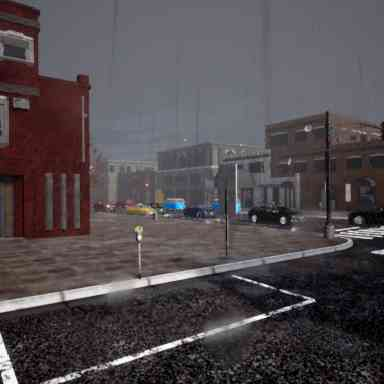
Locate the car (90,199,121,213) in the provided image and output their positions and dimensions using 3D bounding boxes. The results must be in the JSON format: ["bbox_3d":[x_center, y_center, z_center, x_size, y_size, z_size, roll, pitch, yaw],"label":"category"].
[{"bbox_3d":[-12.744,2.001,48.490,2.192,1.841,5.009,-2,0,-36],"label":"car"}]

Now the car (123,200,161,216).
[{"bbox_3d":[-5.968,2.048,39.208,1.752,1.417,4.829,-2,0,-36],"label":"car"}]

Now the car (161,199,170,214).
[{"bbox_3d":[-5.156,2.034,42.468,1.837,1.490,4.892,-1,0,-36],"label":"car"}]

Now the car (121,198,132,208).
[{"bbox_3d":[-12.646,2.085,62.519,2.192,1.841,5.009,-2,0,-36],"label":"car"}]

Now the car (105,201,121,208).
[{"bbox_3d":[-15.973,2.433,67.092,1.802,1.307,4.206,-2,0,-36],"label":"car"}]

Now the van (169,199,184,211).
[{"bbox_3d":[-2.640,1.868,48.801,1.690,1.788,3.998,-2,0,-36],"label":"van"}]

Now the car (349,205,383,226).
[{"bbox_3d":[13.398,1.593,22.689,5.008,1.535,1.882,-1,1,42],"label":"car"}]

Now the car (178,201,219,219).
[{"bbox_3d":[0.773,1.950,34.340,1.994,1.385,4.181,-1,0,-35],"label":"car"}]

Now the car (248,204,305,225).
[{"bbox_3d":[6.594,1.750,26.338,1.837,1.490,4.892,-1,0,-36],"label":"car"}]

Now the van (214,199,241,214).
[{"bbox_3d":[4.029,1.707,39.657,1.690,1.788,3.998,-2,0,-36],"label":"van"}]

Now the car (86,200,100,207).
[{"bbox_3d":[-22.643,2.595,76.237,1.802,1.307,4.206,-2,0,-36],"label":"car"}]
